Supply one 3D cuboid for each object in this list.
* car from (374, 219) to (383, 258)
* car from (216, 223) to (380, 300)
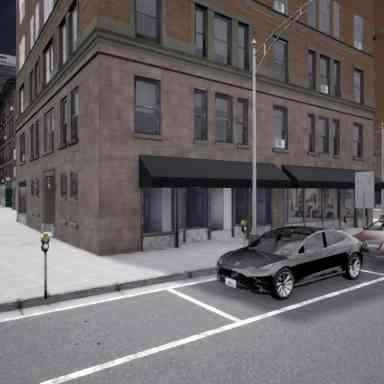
[{"bbox_3d":[7.080,1.582,11.573,4.206,1.307,1.802,0,0,-35],"label":"car"},{"bbox_3d":[2.599,1.566,8.382,4.313,1.339,1.947,0,0,-35],"label":"car"}]
